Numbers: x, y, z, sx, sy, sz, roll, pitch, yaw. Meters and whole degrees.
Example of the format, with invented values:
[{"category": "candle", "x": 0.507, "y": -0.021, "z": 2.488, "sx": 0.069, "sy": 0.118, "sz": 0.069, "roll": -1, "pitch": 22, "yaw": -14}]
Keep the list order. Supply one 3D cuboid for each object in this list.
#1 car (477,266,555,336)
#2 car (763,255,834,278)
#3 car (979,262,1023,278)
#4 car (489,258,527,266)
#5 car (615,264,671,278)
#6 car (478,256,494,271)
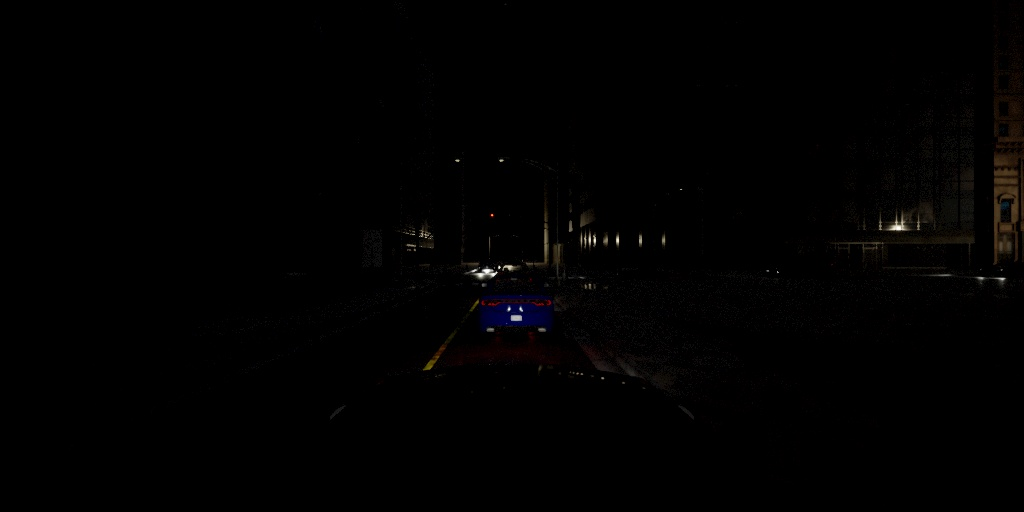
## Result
[{"category": "car", "x": 0.099, "y": 1.229, "z": 10.456, "sx": 1.882, "sy": 1.535, "sz": 5.008, "roll": 0, "pitch": 0, "yaw": 0}, {"category": "car", "x": 26.568, "y": 0.971, "z": 33.355, "sx": 5.566, "sy": 2.045, "sz": 2.150, "roll": -1, "pitch": 0, "yaw": 0}, {"category": "car", "x": 46.469, "y": 1.249, "z": 33.277, "sx": 4.674, "sy": 1.442, "sz": 1.812, "roll": 0, "pitch": 0, "yaw": 0}, {"category": "car", "x": 0.152, "y": 1.107, "z": 19.325, "sx": 2.097, "sy": 1.767, "sz": 4.553, "roll": 0, "pitch": 0, "yaw": 2}, {"category": "car", "x": 12.045, "y": 1.371, "z": 33.342, "sx": 4.718, "sy": 1.301, "sz": 1.895, "roll": 0, "pitch": 0, "yaw": 3}, {"category": "car", "x": -3.107, "y": 1.000, "z": 45.870, "sx": 2.150, "sy": 2.045, "sz": 5.566, "roll": 0, "pitch": 0, "yaw": -2}]
